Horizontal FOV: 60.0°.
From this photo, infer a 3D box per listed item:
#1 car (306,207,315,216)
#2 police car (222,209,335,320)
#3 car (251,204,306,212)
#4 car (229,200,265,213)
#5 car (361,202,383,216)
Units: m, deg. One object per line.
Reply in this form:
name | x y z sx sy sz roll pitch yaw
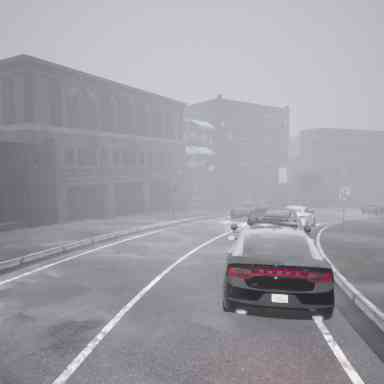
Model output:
car | 6.860 1.607 21.756 1.812 1.442 4.674 2 1 29
police car | 1.817 1.432 7.637 1.930 1.638 5.238 1 0 10
car | 4.437 1.543 16.613 1.837 1.490 4.892 2 0 22
car | 4.705 1.432 26.813 1.837 1.490 4.892 2 1 33
car | 22.139 1.991 39.579 4.902 1.511 2.128 2 3 -33
